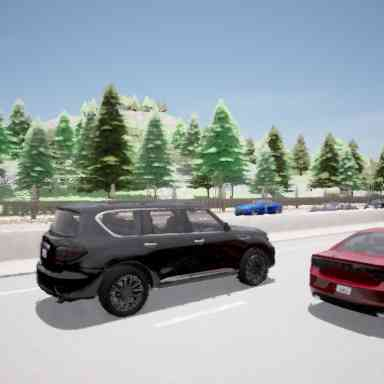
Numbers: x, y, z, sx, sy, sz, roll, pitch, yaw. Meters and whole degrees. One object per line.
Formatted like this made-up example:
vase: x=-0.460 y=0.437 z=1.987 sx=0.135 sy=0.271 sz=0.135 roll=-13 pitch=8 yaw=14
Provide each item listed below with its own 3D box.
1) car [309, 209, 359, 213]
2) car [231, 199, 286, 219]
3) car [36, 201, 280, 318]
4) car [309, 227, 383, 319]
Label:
car: x=10.214 y=1.486 z=24.148 sx=4.902 sy=1.511 sz=2.128 roll=0 pitch=0 yaw=-35
car: x=6.014 y=1.472 z=29.775 sx=5.008 sy=1.535 sz=1.882 roll=0 pitch=0 yaw=-35
car: x=-0.528 y=1.220 z=7.668 sx=5.566 sy=2.045 sz=2.150 roll=0 pitch=0 yaw=-36
car: x=4.544 y=1.476 z=6.985 sx=5.008 sy=1.535 sz=1.882 roll=0 pitch=0 yaw=-36
